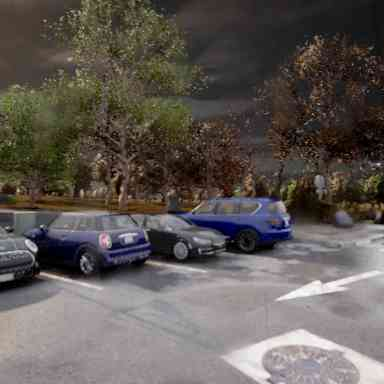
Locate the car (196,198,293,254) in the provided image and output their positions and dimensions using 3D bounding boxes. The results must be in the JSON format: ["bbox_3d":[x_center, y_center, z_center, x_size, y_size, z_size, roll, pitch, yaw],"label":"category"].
[{"bbox_3d":[1.356,1.281,14.018,5.566,2.045,2.435,-1,-1,34],"label":"car"}]

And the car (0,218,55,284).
[{"bbox_3d":[-6.021,1.361,8.763,4.553,1.767,2.185,-1,-1,34],"label":"car"}]

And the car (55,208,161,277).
[{"bbox_3d":[-3.513,1.376,10.478,4.553,1.767,2.185,-1,-1,34],"label":"car"}]

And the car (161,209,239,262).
[{"bbox_3d":[-1.080,1.518,12.257,4.892,1.521,2.231,-1,-1,34],"label":"car"}]
